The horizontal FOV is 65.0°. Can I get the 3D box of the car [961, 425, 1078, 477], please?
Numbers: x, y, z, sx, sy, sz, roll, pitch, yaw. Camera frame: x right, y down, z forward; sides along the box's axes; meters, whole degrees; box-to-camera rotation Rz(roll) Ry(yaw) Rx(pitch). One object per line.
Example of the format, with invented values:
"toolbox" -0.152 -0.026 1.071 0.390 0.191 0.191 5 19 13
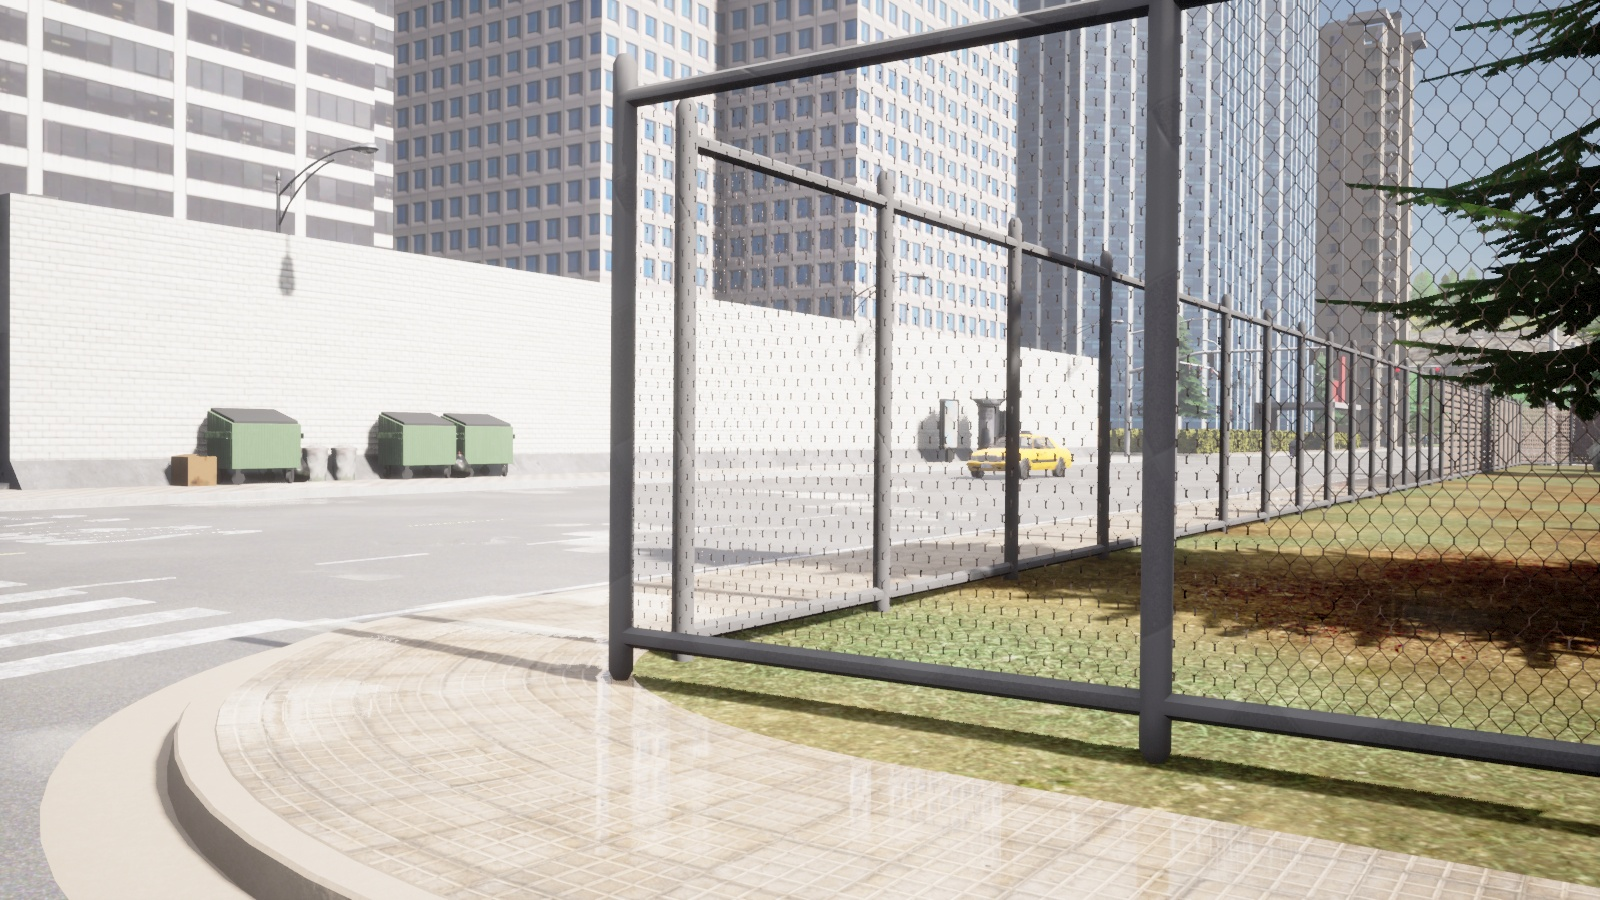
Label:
"car" 7.302 -0.015 41.306 1.801 1.575 5.366 0 1 34
